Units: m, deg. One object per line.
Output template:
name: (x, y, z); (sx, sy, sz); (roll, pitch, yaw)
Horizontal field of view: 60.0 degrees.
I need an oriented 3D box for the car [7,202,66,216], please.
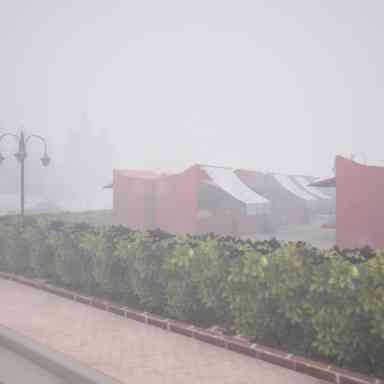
car: (-12.968, 1.581, 28.004); (1.812, 1.442, 4.674); (0, 0, 35)
